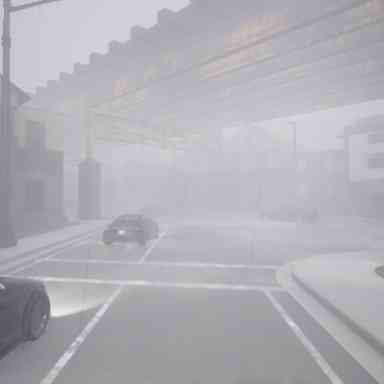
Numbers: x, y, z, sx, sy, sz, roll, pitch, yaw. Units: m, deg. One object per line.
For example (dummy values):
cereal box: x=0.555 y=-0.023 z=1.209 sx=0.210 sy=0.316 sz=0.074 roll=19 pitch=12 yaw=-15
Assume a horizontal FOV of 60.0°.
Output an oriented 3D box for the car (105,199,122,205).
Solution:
car: x=-17.487 y=2.238 z=74.167 sx=1.853 sy=1.218 sz=4.536 roll=0 pitch=-1 yaw=15

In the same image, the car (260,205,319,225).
car: x=8.073 y=1.835 z=27.987 sx=1.882 sy=1.535 sz=5.008 roll=1 pitch=-1 yaw=-45

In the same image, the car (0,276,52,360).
car: x=-3.412 y=1.616 z=4.002 sx=1.994 sy=1.385 sz=4.181 roll=0 pitch=-1 yaw=1

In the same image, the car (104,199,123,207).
car: x=-17.500 y=2.395 z=74.115 sx=2.038 sy=1.542 sz=4.974 roll=0 pitch=-1 yaw=15

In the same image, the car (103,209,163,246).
car: x=-2.935 y=1.777 z=16.680 sx=1.994 sy=1.385 sz=4.181 roll=0 pitch=-1 yaw=5

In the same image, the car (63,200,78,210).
car: x=-20.461 y=2.075 z=56.870 sx=2.097 sy=1.767 sz=4.553 roll=1 pitch=-1 yaw=-45

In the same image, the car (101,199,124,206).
car: x=-16.773 y=2.191 z=70.462 sx=4.536 sy=1.218 sz=1.853 roll=0 pitch=-1 yaw=-15

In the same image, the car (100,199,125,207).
car: x=-16.823 y=2.348 z=70.446 sx=4.974 sy=1.542 sz=2.038 roll=0 pitch=-1 yaw=-15

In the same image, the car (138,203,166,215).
car: x=-4.971 y=2.082 z=40.702 sx=1.994 sy=1.385 sz=4.181 roll=1 pitch=-1 yaw=-37
